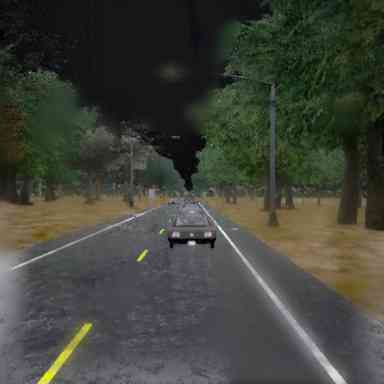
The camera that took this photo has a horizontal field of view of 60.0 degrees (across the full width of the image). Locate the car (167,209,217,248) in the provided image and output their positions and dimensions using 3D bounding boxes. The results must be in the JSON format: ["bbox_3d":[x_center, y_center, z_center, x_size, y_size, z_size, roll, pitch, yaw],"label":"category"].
[{"bbox_3d":[0.000,1.628,14.683,1.895,1.301,4.718,0,0,0],"label":"car"}]

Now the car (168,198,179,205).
[{"bbox_3d":[-3.500,1.886,64.660,1.994,1.385,4.181,0,0,0],"label":"car"}]

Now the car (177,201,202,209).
[{"bbox_3d":[0.000,1.630,29.655,1.994,1.385,4.181,0,0,0],"label":"car"}]
